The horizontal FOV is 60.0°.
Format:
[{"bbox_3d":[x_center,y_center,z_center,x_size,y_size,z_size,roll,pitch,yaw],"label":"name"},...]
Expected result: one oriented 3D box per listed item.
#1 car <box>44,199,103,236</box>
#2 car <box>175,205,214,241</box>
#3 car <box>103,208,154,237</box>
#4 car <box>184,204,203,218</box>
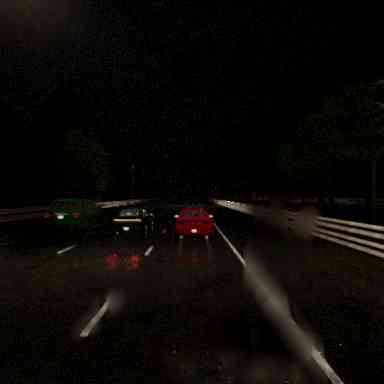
[{"bbox_3d":[-6.895,1.443,20.144,2.150,2.045,5.566,0,-1,0],"label":"car"},{"bbox_3d":[0.103,1.674,17.832,1.882,1.535,5.008,0,-1,0],"label":"car"},{"bbox_3d":[-3.396,1.706,19.589,2.128,1.511,4.902,0,-1,0],"label":"car"},{"bbox_3d":[0.108,1.983,35.297,1.895,1.301,4.718,0,-1,0],"label":"car"}]
